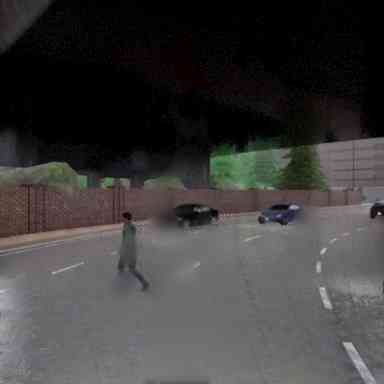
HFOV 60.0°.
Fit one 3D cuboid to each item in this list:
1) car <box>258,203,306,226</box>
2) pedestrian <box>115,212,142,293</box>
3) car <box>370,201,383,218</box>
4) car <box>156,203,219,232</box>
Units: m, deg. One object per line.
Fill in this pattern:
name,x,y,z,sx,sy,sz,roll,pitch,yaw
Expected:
car,6.489,1.526,23.576,1.812,1.442,4.674,0,0,42
pedestrian,-1.422,1.294,7.386,0.375,1.860,0.375,0,0,14
car,17.021,1.505,28.728,4.892,1.490,1.837,0,0,-43
car,-0.177,1.477,20.652,1.882,1.535,5.008,0,0,35
